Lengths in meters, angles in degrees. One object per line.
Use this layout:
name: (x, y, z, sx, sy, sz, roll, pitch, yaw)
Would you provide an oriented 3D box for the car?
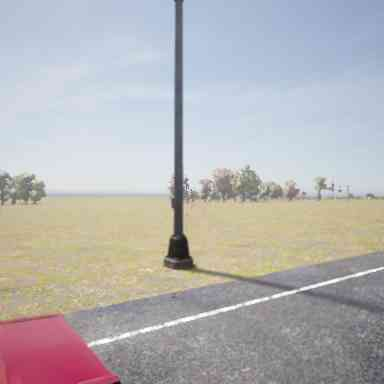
car: (-2.924, 1.605, 1.897, 4.718, 1.301, 1.895, 0, 0, -35)
